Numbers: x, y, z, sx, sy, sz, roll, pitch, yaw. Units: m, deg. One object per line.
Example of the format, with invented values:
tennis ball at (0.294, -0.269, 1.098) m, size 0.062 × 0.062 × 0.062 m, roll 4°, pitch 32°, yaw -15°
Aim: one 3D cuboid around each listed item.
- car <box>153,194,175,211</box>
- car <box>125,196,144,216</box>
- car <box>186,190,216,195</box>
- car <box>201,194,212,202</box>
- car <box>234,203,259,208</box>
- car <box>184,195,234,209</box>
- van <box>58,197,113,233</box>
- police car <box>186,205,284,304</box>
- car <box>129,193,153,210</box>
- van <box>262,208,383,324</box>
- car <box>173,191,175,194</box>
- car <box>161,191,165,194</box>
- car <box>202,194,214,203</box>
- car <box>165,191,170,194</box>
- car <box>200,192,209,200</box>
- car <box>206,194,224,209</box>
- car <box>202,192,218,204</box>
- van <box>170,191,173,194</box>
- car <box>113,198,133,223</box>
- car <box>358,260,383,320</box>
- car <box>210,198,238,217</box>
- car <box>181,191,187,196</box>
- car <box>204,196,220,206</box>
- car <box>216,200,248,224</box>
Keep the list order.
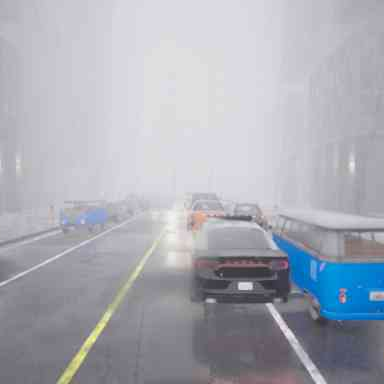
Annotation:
car at (-3.089, 1.243, 35.642) m, size 1.812 × 1.442 × 4.674 m, roll 0°, pitch 0°, yaw 0°
car at (-5.767, 1.333, 29.295) m, size 1.947 × 1.339 × 4.313 m, roll 0°, pitch 0°, yaw 0°
car at (0.856, 1.031, 24.104) m, size 2.150 × 2.045 × 5.566 m, roll 0°, pitch 0°, yaw 0°
car at (2.754, 1.067, 63.123) m, size 1.947 × 1.339 × 4.313 m, roll 0°, pitch 0°, yaw 0°
car at (2.758, 1.296, 18.033) m, size 1.967 × 1.590 × 4.097 m, roll 0°, pitch 0°, yaw 0°
car at (0.771, 1.208, 18.025) m, size 2.097 × 1.767 × 4.553 m, roll 0°, pitch 0°, yaw -2°
van at (-5.767, 1.197, 18.020) m, size 1.690 × 1.788 × 3.998 m, roll 0°, pitch 0°, yaw 0°
police car at (0.899, 1.359, 8.186) m, size 1.930 × 1.638 × 5.238 m, roll 0°, pitch 0°, yaw 0°
car at (-5.769, 1.038, 34.929) m, size 2.192 × 1.841 × 5.009 m, roll 0°, pitch 0°, yaw 0°
van at (2.759, 1.286, 6.760) m, size 1.690 × 1.788 × 3.998 m, roll 0°, pitch 0°, yaw 0°
car at (-5.773, 0.896, 79.853) m, size 1.752 × 1.417 × 4.829 m, roll 0°, pitch 0°, yaw 0°
car at (-5.770, 1.030, 51.840) m, size 1.967 × 1.590 × 4.097 m, roll 0°, pitch 0°, yaw 0°
car at (2.755, 1.090, 57.487) m, size 1.887 × 1.381 × 4.507 m, roll 0°, pitch 0°, yaw 0°
car at (-5.771, 0.941, 63.113) m, size 1.967 × 1.590 × 4.097 m, roll 0°, pitch 0°, yaw 0°
car at (2.752, 0.853, 74.394) m, size 1.967 × 1.590 × 4.097 m, roll 0°, pitch 0°, yaw 0°
car at (2.756, 1.118, 40.577) m, size 1.967 × 1.590 × 4.097 m, roll 0°, pitch 0°, yaw 0°
car at (2.754, 0.905, 51.849) m, size 2.192 × 1.841 × 5.009 m, roll 0°, pitch 0°, yaw 0°
van at (-5.773, 0.754, 74.385) m, size 1.690 × 1.788 × 3.998 m, roll 0°, pitch 0°, yaw 0°
car at (-5.767, 1.377, 23.658) m, size 1.947 × 1.339 × 4.313 m, roll 0°, pitch 0°, yaw 0°
car at (2.760, 1.514, 1.295) m, size 1.752 × 1.417 × 4.829 m, roll 0°, pitch 0°, yaw 0°
car at (2.757, 1.318, 29.306) m, size 2.008 × 1.369 × 4.403 m, roll 0°, pitch 0°, yaw 0°
car at (0.028, 0.872, 44.427) m, size 2.150 × 2.045 × 5.566 m, roll 0°, pitch 1°, yaw 1°
car at (2.756, 1.200, 46.215) m, size 1.947 × 1.339 × 4.313 m, roll 0°, pitch 0°, yaw 0°
car at (2.758, 1.336, 23.840) m, size 1.752 × 1.417 × 4.829 m, roll 0°, pitch 0°, yaw 0°
